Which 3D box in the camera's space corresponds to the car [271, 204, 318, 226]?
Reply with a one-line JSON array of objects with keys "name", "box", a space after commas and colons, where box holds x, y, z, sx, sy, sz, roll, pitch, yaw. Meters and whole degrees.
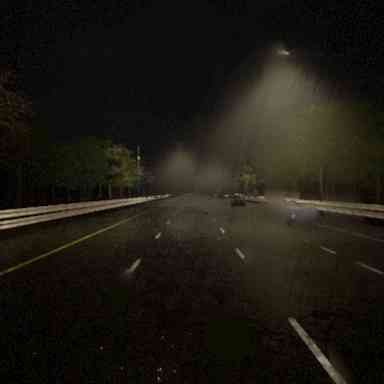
[{"name": "car", "box": [7.022, 1.549, 23.266, 2.033, 1.411, 5.357, 0, 0, 0]}]

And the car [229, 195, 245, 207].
[{"name": "car", "box": [7.062, 1.567, 52.382, 1.994, 1.385, 4.181, 0, 0, 0]}]
